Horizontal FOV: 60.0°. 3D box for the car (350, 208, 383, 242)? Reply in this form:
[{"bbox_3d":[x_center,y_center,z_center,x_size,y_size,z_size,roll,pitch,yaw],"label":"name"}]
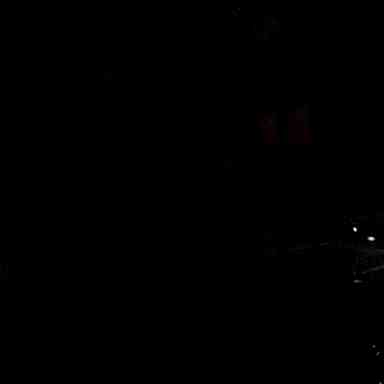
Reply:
[{"bbox_3d":[8.878,1.307,14.022,5.357,1.411,2.033,-2,1,-36],"label":"car"}]
